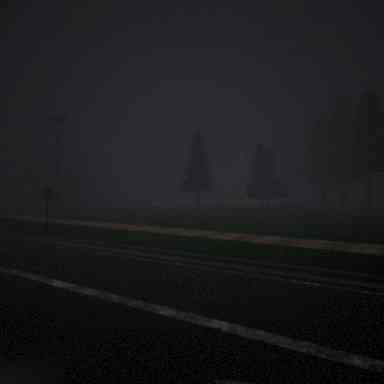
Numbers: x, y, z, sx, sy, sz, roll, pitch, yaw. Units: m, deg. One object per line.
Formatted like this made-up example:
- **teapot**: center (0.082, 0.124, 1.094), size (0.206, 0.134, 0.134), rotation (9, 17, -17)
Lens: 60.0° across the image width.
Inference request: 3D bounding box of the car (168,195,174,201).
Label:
- **car**: center (-4.509, 1.579, 79.250), size (1.837, 1.490, 4.892), rotation (-1, 0, 35)

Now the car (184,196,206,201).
- **car**: center (1.233, 1.553, 75.247), size (2.033, 1.411, 5.357), rotation (-1, 0, 35)

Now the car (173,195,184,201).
- **car**: center (-1.638, 1.570, 77.249), size (1.812, 1.442, 4.674), rotation (-1, 0, 35)
